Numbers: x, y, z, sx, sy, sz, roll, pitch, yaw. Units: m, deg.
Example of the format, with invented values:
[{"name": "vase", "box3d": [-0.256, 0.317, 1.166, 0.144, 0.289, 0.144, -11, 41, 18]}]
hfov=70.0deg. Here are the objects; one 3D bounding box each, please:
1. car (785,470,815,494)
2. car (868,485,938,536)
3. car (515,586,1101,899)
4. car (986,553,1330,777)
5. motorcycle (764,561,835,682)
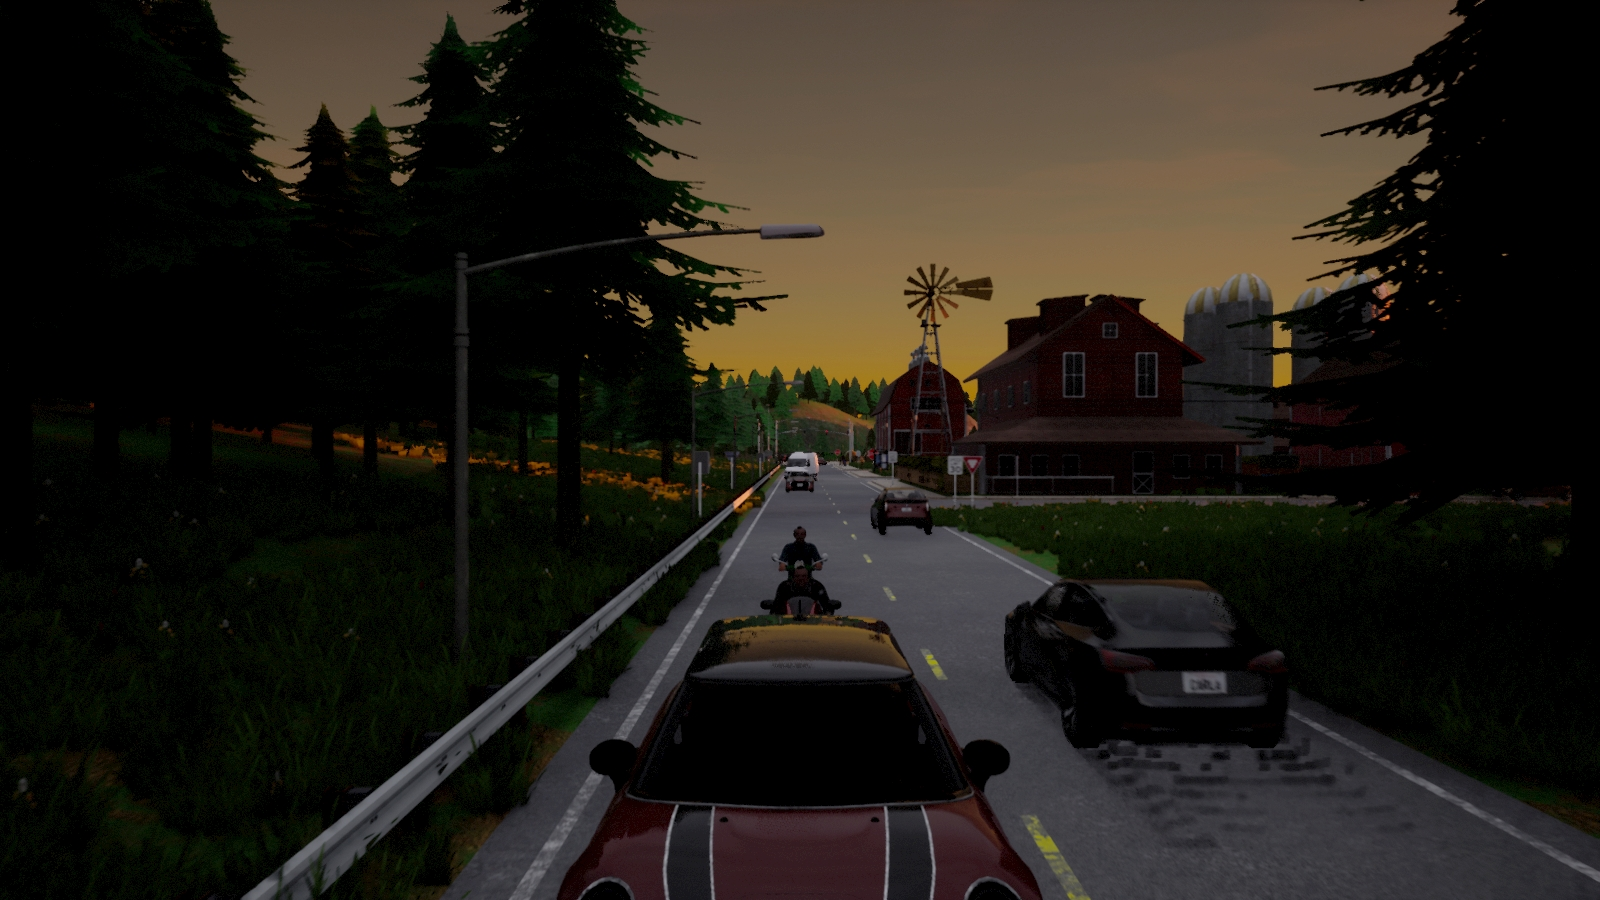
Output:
[{"name": "car", "box3d": [-0.012, 2.078, 75.589, 1.970, 1.475, 3.806, 0, 0, 0]}, {"name": "car", "box3d": [3.491, 2.047, 39.562, 2.007, 1.525, 4.514, 0, 0, 0]}, {"name": "car", "box3d": [0.030, 1.908, 6.363, 2.097, 1.767, 4.553, 0, 0, 0]}, {"name": "car", "box3d": [3.470, 2.065, 12.218, 2.163, 1.488, 4.792, 0, 0, 0]}, {"name": "motorcycle", "box3d": [-0.003, 2.208, 15.082, 0.867, 1.251, 2.209, 0, 0, 0]}]
